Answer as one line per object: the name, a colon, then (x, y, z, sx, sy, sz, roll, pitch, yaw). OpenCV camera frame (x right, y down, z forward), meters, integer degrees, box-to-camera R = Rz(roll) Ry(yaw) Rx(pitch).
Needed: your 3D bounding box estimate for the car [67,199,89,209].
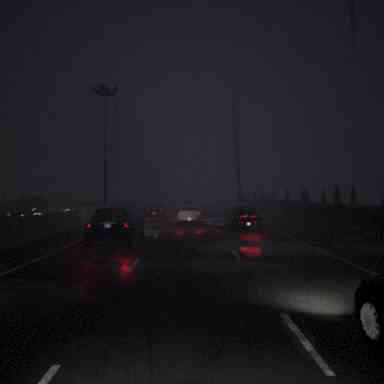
car: (-18.181, 1.887, 53.167, 1.837, 1.490, 4.892, 0, -1, 0)

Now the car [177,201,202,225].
car: (-0.206, 1.705, 25.675, 1.812, 1.442, 4.674, 0, -1, -1)

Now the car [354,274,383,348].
car: (3.557, 1.528, 3.481, 1.837, 1.490, 4.892, 0, 0, 0)

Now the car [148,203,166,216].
car: (-3.827, 1.850, 35.601, 1.895, 1.301, 4.718, 0, 0, -1)

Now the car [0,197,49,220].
car: (-14.434, 1.431, 28.903, 2.150, 2.045, 5.566, 0, 0, -1)

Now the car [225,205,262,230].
car: (3.345, 1.658, 22.224, 1.837, 1.490, 4.892, 0, 0, -1)

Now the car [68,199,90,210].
car: (-11.001, 1.724, 34.617, 1.882, 1.535, 5.008, 0, 0, -1)

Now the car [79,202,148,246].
car: (-3.579, 1.466, 16.102, 2.097, 1.767, 4.553, 0, 0, -1)

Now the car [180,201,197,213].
car: (-0.406, 1.838, 41.808, 2.033, 1.411, 5.357, 0, 0, -1)
